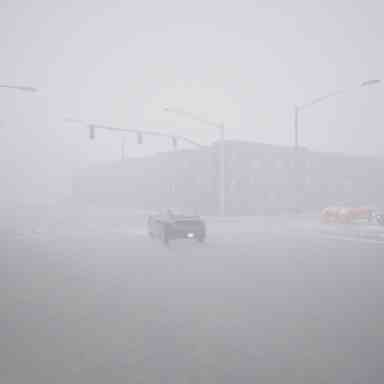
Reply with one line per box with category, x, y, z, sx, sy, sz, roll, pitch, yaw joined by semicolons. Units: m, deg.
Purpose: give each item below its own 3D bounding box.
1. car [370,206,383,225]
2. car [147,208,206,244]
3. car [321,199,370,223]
car;14.917;1.566;23.279;5.357;1.411;2.033;0;0;-38
car;-0.864;1.512;15.932;1.837;1.490;4.892;1;0;-19
car;11.942;1.370;25.425;4.553;1.767;2.097;0;0;-35
